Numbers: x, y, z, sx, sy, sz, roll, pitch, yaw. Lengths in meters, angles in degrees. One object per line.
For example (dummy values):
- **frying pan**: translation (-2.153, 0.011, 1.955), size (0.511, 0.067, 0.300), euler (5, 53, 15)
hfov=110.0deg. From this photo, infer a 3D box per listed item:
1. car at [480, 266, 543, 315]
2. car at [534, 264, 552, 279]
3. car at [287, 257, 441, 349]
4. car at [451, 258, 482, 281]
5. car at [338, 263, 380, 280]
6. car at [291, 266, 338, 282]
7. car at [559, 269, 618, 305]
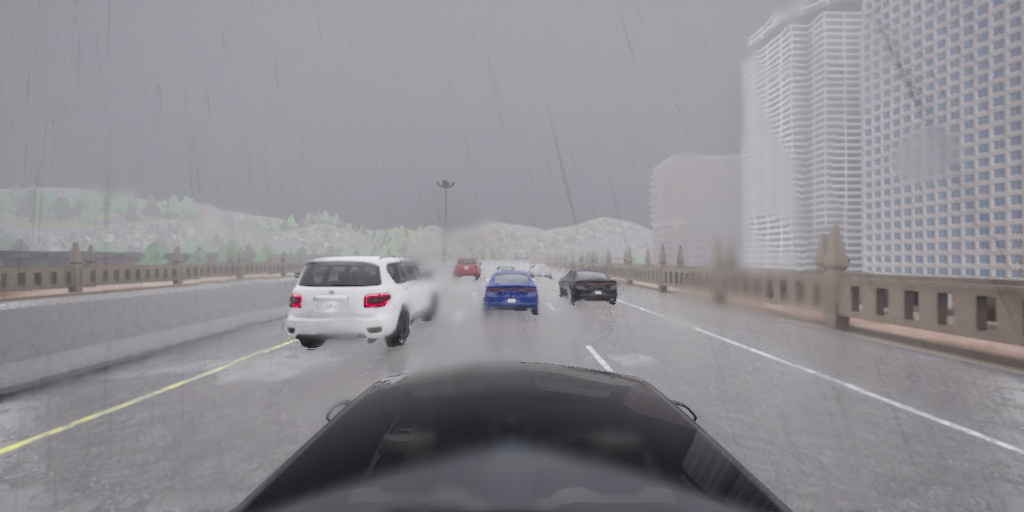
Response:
- **car**: translation (-0.045, 1.319, 14.191), size (1.882, 1.535, 5.008), euler (0, 0, -1)
- **car**: translation (2.823, 1.525, 35.827), size (1.812, 1.442, 4.674), euler (0, 0, -2)
- **car**: translation (-3.472, 1.032, 9.482), size (2.150, 2.045, 5.566), euler (0, 0, -1)
- **car**: translation (-4.110, 1.209, 34.078), size (2.150, 2.045, 5.566), euler (0, 0, -2)
- **car**: translation (-14.844, 1.488, 35.098), size (2.128, 1.511, 4.902), euler (0, 0, -2)
- **car**: translation (-18.293, 1.587, 33.476), size (1.895, 1.301, 4.718), euler (0, 0, -2)
- **car**: translation (3.406, 1.338, 16.823), size (1.882, 1.535, 5.008), euler (0, 0, -1)
